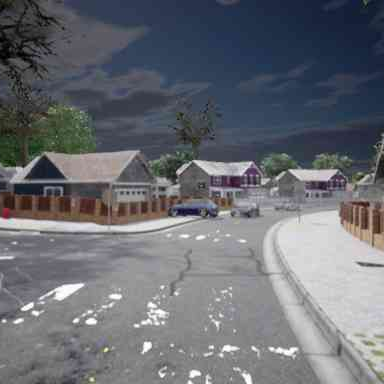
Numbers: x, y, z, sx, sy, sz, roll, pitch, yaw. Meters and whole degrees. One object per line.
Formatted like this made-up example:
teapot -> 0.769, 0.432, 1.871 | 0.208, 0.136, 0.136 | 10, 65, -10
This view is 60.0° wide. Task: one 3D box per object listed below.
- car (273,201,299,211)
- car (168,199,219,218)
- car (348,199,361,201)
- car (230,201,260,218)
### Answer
car -> 12.453, 1.809, 43.809 | 1.895, 1.301, 4.718 | 0, 0, 38
car -> 0.057, 1.394, 29.691 | 4.553, 1.767, 2.097 | -1, -1, 30
car -> 29.483, 2.000, 60.430 | 4.181, 1.385, 1.994 | 0, 0, -34
car -> 5.177, 1.633, 31.883 | 1.812, 1.442, 4.674 | 0, 0, 27
